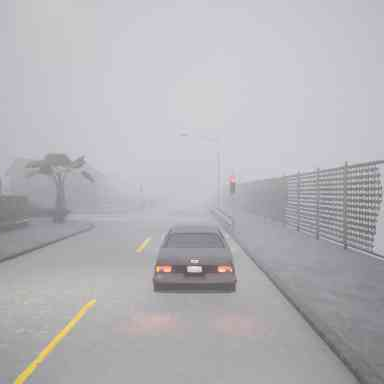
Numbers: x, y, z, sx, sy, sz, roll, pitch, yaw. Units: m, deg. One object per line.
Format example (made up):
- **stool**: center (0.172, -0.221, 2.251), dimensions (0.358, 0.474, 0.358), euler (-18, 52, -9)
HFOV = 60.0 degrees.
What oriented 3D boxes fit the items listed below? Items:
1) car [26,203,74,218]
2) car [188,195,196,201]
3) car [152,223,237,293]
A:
- **car**: center (-12.487, 1.601, 27.877), dimensions (4.718, 1.301, 1.895), euler (0, 0, 1)
- **car**: center (0.088, 1.552, 86.622), dimensions (1.994, 1.385, 4.181), euler (0, 0, 0)
- **car**: center (0.072, 1.547, 8.972), dimensions (2.033, 1.411, 5.357), euler (0, 0, 1)
